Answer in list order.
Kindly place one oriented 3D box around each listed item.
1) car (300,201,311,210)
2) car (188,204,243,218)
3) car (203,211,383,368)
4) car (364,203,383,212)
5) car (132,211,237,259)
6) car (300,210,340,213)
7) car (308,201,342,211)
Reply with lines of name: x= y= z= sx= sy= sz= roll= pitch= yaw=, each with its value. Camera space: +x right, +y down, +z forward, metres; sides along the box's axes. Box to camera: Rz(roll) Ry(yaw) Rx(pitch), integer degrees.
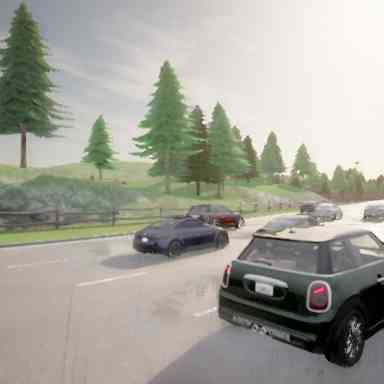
car: x=13.984 y=1.834 z=38.512 sx=1.837 sy=1.490 sz=4.892 roll=-1 pitch=-1 yaw=35
car: x=1.453 y=1.551 z=21.047 sx=2.097 sy=1.767 sz=4.553 roll=-1 pitch=-1 yaw=38
car: x=2.612 y=1.406 z=6.160 sx=4.553 sy=1.767 sz=2.097 roll=0 pitch=-1 yaw=-42
car: x=17.191 y=1.773 z=30.919 sx=1.812 sy=1.442 sz=4.674 roll=-1 pitch=-1 yaw=35
car: x=-0.335 y=1.695 z=13.410 sx=1.994 sy=1.385 sz=4.181 roll=-1 pitch=-1 yaw=43
car: x=4.185 y=1.643 z=13.247 sx=1.812 sy=1.442 sz=4.674 roll=0 pitch=-1 yaw=40
car: x=12.366 y=1.780 z=30.155 sx=1.812 sy=1.442 sz=4.674 roll=-1 pitch=-1 yaw=35
